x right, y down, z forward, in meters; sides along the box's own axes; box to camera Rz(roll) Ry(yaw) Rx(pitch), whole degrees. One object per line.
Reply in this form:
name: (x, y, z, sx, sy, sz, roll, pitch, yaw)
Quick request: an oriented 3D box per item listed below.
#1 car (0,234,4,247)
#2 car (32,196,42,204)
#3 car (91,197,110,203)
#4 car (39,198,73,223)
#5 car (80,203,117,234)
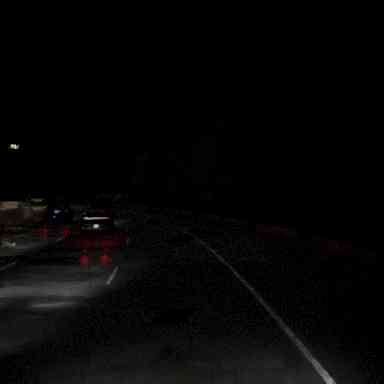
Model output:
car: (-7.601, 1.725, 10.003, 1.895, 1.301, 4.718, 0, -1, -6)
car: (-39.759, 2.016, 83.818, 5.566, 2.045, 2.150, -1, -1, 38)
car: (-16.242, 1.841, 58.765, 2.150, 2.045, 5.566, 0, -1, -33)
car: (-11.454, 1.666, 28.655, 2.097, 1.767, 4.553, 0, -1, -16)
car: (-5.868, 1.713, 20.997, 2.128, 1.511, 4.902, 0, -1, -12)
